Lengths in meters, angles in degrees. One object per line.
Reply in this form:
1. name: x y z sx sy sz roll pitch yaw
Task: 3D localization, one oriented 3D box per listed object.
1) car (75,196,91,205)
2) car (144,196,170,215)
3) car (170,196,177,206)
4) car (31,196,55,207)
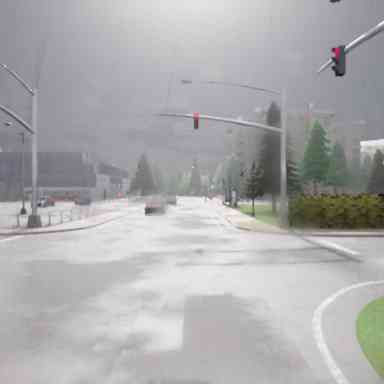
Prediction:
1. car: -17.414 1.342 53.170 1.845 1.501 3.633 0 0 0
2. car: -3.572 1.457 33.367 1.882 1.535 5.008 0 0 0
3. car: -3.466 1.475 55.391 1.837 1.490 4.892 0 0 0
4. car: -20.473 1.357 45.781 1.970 1.475 3.806 0 0 0
